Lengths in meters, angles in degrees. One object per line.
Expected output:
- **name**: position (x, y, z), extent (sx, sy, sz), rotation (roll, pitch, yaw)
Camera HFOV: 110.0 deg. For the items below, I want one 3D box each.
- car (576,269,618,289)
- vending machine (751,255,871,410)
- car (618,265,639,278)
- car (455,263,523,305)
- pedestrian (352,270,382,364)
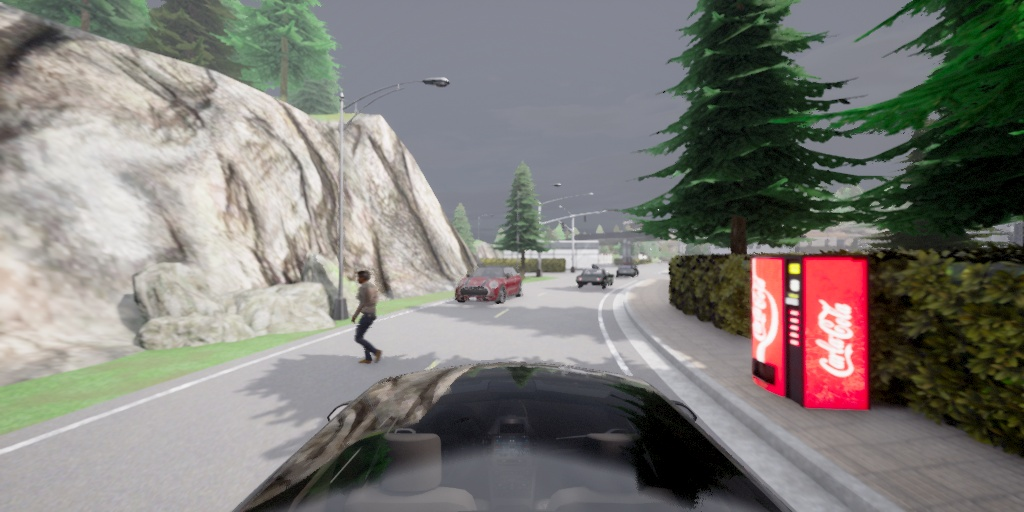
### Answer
- **car**: position (6.002, 1.561, 25.407), extent (1.895, 1.301, 4.718), rotation (0, -1, 25)
- **vending machine**: position (4.023, 0.977, 4.937), extent (1.100, 2.100, 0.880), rotation (0, 0, 5)
- **car**: position (12.837, 1.655, 39.745), extent (1.994, 1.385, 4.181), rotation (0, -1, 27)
- **car**: position (-0.969, 1.237, 17.137), extent (2.097, 1.767, 4.553), rotation (0, -1, 17)
- **pedestrian**: position (-2.708, 1.084, 6.685), extent (0.375, 1.860, 0.375), rotation (0, 0, 6)
